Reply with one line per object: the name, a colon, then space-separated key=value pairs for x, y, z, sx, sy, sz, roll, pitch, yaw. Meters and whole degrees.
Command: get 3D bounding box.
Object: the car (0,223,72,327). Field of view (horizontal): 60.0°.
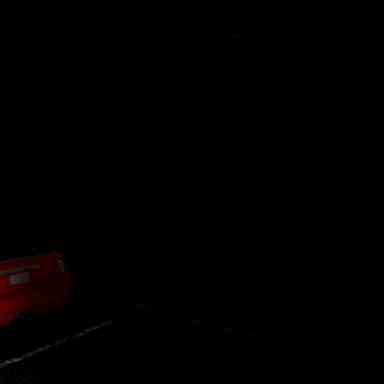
car: x=-4.388 y=1.362 z=6.382 sx=4.553 sy=1.767 sz=2.185 roll=0 pitch=0 yaw=35
